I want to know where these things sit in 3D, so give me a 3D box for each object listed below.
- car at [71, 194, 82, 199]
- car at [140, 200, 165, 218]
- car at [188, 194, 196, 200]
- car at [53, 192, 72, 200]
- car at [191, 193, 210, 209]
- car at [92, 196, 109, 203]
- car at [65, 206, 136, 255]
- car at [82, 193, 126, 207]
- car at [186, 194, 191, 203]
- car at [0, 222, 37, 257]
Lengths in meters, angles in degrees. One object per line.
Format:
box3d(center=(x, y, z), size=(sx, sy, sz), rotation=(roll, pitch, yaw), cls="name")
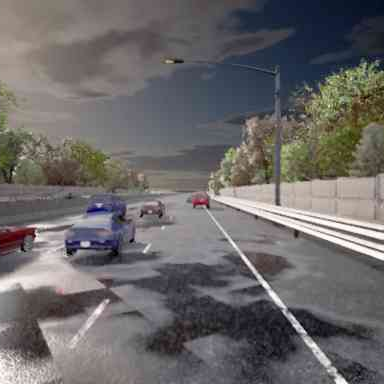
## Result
box3d(center=(-21.012, 1.429, 63.861), size=(1.895, 1.301, 4.718), rotation=(0, 0, 0), cls="car")
box3d(center=(-3.403, 1.429, 29.280), size=(1.812, 1.442, 4.674), rotation=(0, 0, 0), cls="car")
box3d(center=(-0.012, 1.176, 78.500), size=(1.994, 1.385, 4.181), rotation=(0, 0, 0), cls="car")
box3d(center=(-24.510, 1.056, 63.702), size=(2.150, 2.045, 5.566), rotation=(0, 0, 0), cls="car")
box3d(center=(1.218, 1.094, 44.058), size=(2.150, 2.045, 5.566), rotation=(0, 0, 0), cls="car")
box3d(center=(-17.514, 1.431, 63.941), size=(1.895, 1.301, 4.718), rotation=(0, 0, 0), cls="car")
box3d(center=(-3.402, 1.483, 12.915), size=(1.812, 1.442, 4.674), rotation=(0, 0, 0), cls="car")
box3d(center=(-6.909, 1.131, 27.409), size=(2.150, 2.045, 5.566), rotation=(0, 0, 0), cls="car")
box3d(center=(-0.010, 1.328, 62.542), size=(2.128, 1.511, 4.902), rotation=(0, 0, 0), cls="car")
box3d(center=(-6.899, 1.565, 10.679), size=(1.895, 1.301, 4.718), rotation=(0, 0, 0), cls="car")
